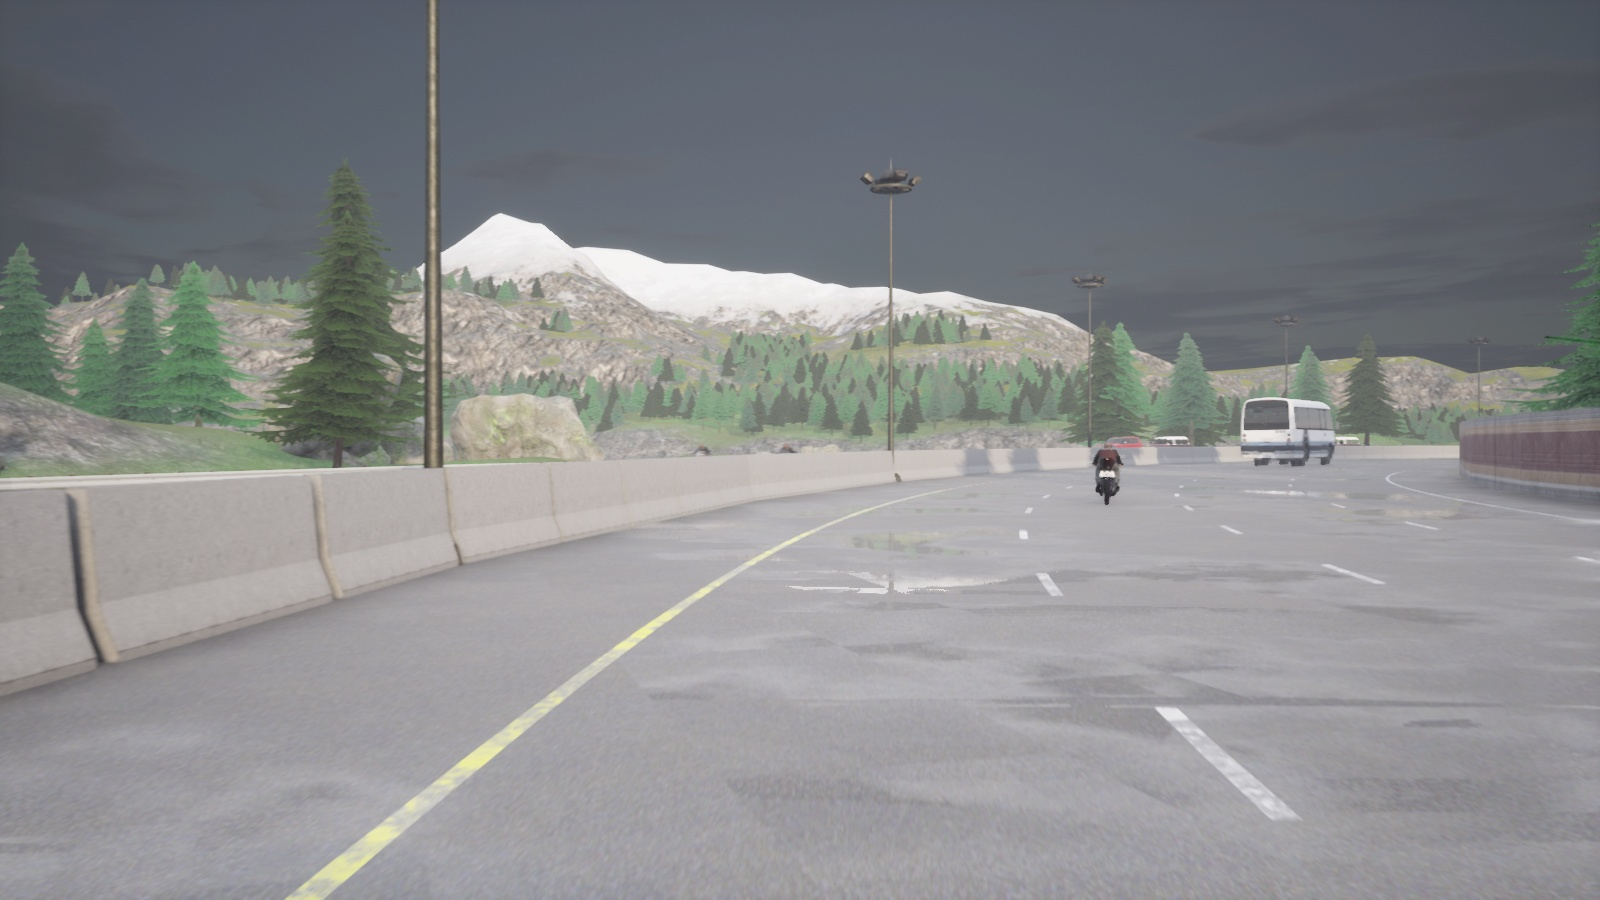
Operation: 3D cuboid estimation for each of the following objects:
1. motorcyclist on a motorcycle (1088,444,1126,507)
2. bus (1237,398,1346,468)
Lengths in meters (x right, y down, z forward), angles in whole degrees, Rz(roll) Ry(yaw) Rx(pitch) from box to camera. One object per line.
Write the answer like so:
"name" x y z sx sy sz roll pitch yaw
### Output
"motorcyclist on a motorcycle" 7.787 0.611 31.799 0.866 1.530 2.191 1 0 14
"bus" 32.027 -1.054 81.556 3.944 4.253 10.273 0 0 37
